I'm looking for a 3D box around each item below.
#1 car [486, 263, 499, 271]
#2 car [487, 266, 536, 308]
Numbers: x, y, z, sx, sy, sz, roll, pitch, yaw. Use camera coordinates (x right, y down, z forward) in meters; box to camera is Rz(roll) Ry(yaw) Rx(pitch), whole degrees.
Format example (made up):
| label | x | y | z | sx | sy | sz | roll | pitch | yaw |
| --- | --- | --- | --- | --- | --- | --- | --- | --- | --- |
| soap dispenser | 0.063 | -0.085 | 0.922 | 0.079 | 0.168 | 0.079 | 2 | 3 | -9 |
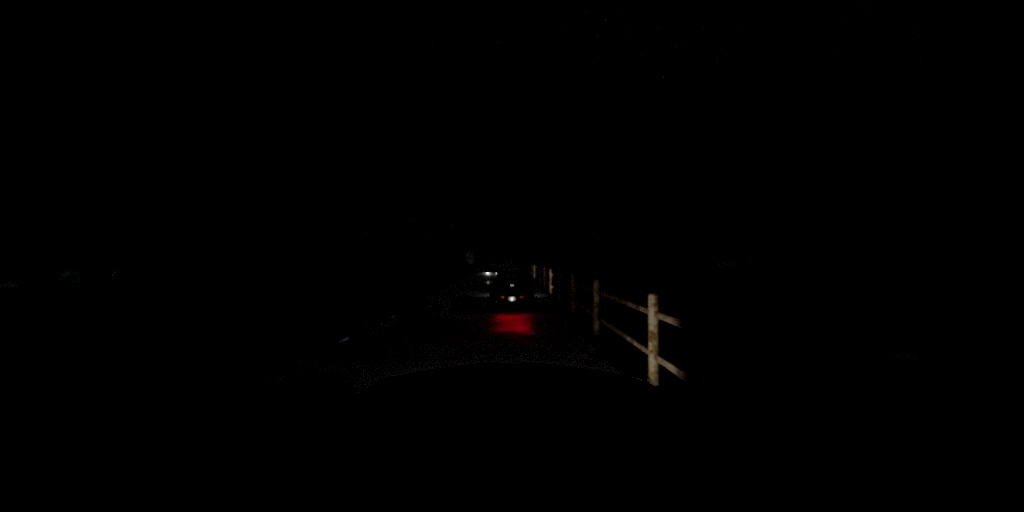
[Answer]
| label | x | y | z | sx | sy | sz | roll | pitch | yaw |
| --- | --- | --- | --- | --- | --- | --- | --- | --- | --- |
| car | -2.740 | 1.730 | 54.198 | 1.812 | 1.442 | 4.674 | 0 | -1 | 0 |
| car | 0.010 | 1.397 | 16.143 | 1.837 | 1.490 | 4.892 | 0 | 0 | 0 |
